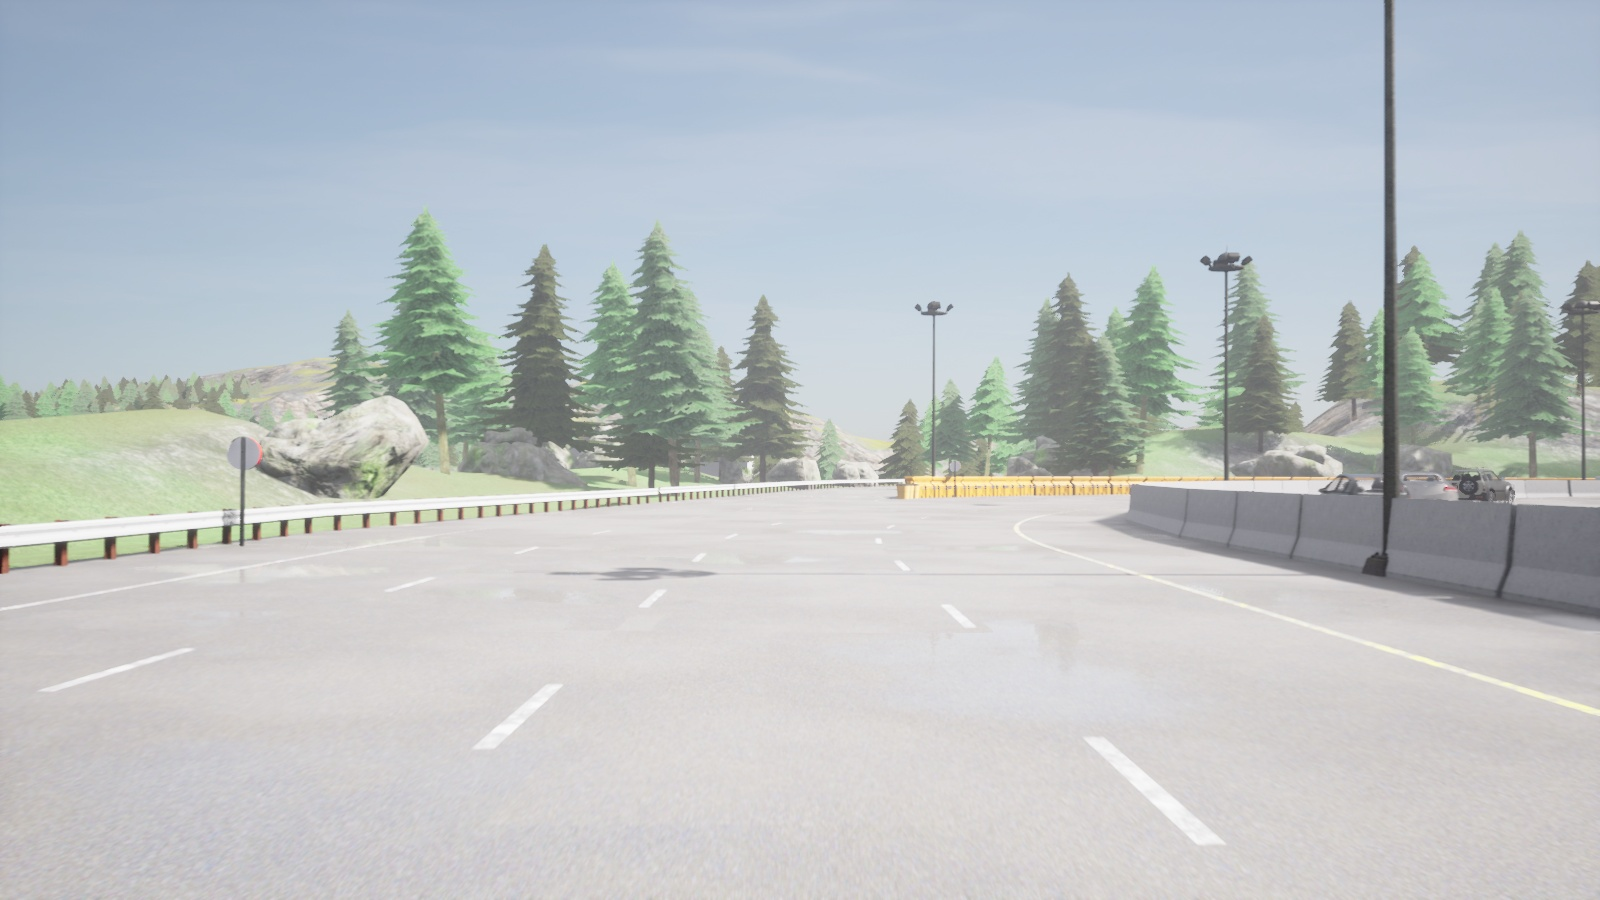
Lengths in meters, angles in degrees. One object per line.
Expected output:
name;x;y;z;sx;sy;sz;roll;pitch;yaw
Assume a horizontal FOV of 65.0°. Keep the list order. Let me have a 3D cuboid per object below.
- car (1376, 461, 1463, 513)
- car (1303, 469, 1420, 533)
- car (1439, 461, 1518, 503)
car;20.803;1.219;42.370;2.152;1.651;5.027;-1;-1;21
car;14.543;1.283;32.733;1.789;1.549;3.705;-1;-1;8
car;31.229;1.464;57.769;1.932;1.855;4.605;-2;-2;45
